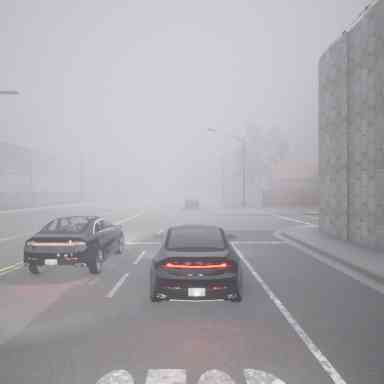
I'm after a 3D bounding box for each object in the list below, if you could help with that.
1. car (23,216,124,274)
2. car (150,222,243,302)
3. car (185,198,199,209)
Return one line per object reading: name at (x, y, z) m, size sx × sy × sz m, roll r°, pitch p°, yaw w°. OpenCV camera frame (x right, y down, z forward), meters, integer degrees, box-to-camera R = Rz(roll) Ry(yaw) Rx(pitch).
car at (-3.430, 1.492, 10.509) m, size 2.128 × 1.511 × 4.902 m, roll 0°, pitch 0°, yaw 0°
car at (0.078, 1.505, 8.241) m, size 1.837 × 1.490 × 4.892 m, roll 0°, pitch 0°, yaw 0°
car at (-0.026, 1.491, 44.224) m, size 2.128 × 1.511 × 4.902 m, roll 0°, pitch 0°, yaw 0°
